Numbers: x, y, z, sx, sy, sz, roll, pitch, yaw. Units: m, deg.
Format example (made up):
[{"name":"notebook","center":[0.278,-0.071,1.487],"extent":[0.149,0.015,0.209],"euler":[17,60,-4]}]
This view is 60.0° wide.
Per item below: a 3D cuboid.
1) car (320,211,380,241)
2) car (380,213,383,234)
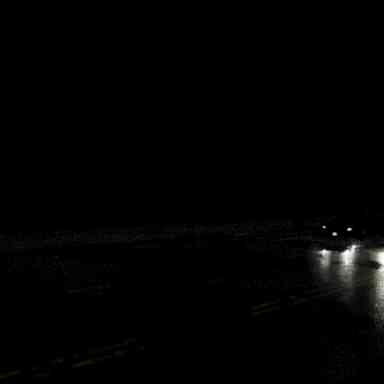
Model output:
[{"name":"car","center":[9.375,1.760,18.353],"extent":[5.357,1.411,2.033],"euler":[1,0,-35]},{"name":"car","center":[11.165,1.688,15.638],"extent":[5.008,1.535,1.882],"euler":[1,0,-35]}]
